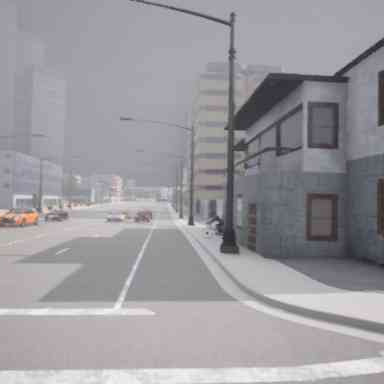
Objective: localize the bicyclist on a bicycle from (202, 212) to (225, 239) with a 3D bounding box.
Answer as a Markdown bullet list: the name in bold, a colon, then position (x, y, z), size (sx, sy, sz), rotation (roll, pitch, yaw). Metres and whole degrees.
- **bicyclist on a bicycle**: position (1.419, 2.059, 20.380), size (1.656, 1.620, 0.582), rotation (1, -2, -5)

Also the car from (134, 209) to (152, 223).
- **car**: position (-6.484, 3.251, 43.815), size (1.812, 1.442, 4.674), rotation (1, -3, -4)

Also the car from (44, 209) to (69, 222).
- **car**: position (-16.941, 2.921, 41.733), size (2.128, 1.511, 4.902), rotation (1, -3, -4)

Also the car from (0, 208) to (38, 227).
- **car**: position (-16.020, 2.273, 30.843), size (2.097, 1.767, 4.553), rotation (1, -3, -5)

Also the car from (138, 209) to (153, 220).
- **car**: position (-7.411, 3.578, 53.905), size (2.128, 1.511, 4.902), rotation (1, -2, -5)

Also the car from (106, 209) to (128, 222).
- **car**: position (-10.016, 3.267, 44.035), size (1.895, 1.301, 4.718), rotation (1, -2, -5)

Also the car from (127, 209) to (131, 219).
- **car**: position (-10.897, 3.483, 53.605), size (1.882, 1.535, 5.008), rotation (1, -2, -5)
